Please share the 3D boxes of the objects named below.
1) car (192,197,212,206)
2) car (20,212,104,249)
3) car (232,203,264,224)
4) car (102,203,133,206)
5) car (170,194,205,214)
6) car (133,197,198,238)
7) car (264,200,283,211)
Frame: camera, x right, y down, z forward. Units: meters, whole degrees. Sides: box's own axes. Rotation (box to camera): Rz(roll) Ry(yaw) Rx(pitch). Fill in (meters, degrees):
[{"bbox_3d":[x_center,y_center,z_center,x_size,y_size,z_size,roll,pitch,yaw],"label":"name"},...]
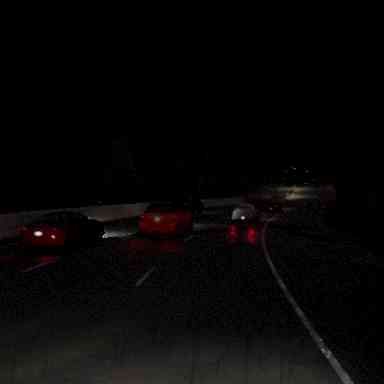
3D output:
[{"bbox_3d":[1.763,1.564,57.957,1.837,1.490,4.892,0,0,22],"label":"car"},{"bbox_3d":[-5.501,1.555,14.583,1.994,1.385,4.181,0,0,9],"label":"car"},{"bbox_3d":[4.181,1.558,25.276,1.812,1.442,4.674,0,0,16],"label":"car"},{"bbox_3d":[-9.111,1.219,40.639,2.150,2.045,5.566,0,0,22],"label":"car"},{"bbox_3d":[-0.597,1.243,33.023,2.150,2.045,5.566,0,0,20],"label":"car"},{"bbox_3d":[-1.266,1.360,18.180,2.097,1.767,4.553,0,0,11],"label":"car"},{"bbox_3d":[10.113,1.666,41.047,1.895,1.301,4.718,0,0,22],"label":"car"}]
